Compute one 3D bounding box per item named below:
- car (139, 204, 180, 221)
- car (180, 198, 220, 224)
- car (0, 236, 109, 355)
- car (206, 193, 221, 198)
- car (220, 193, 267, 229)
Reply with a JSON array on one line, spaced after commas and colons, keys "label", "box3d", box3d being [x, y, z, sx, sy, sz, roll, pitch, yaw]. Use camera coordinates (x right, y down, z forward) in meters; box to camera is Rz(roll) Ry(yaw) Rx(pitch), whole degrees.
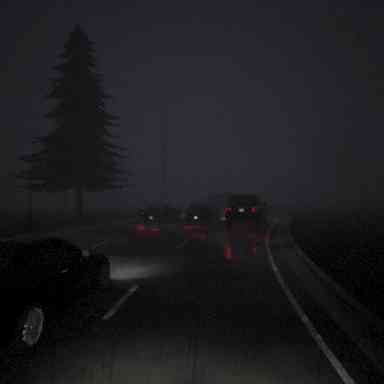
[{"label": "car", "box3d": [-2.349, 1.568, 26.260, 1.895, 1.301, 4.718, 0, 0, 16]}, {"label": "car", "box3d": [0.927, 1.475, 24.924, 1.837, 1.490, 4.892, 0, 0, 16]}, {"label": "car", "box3d": [-2.999, 1.517, 5.994, 1.812, 1.442, 4.674, 0, 0, 5]}, {"label": "car", "box3d": [3.172, 1.174, 41.199, 2.150, 2.045, 5.566, 1, 0, -29]}, {"label": "car", "box3d": [3.669, 1.192, 22.004, 2.150, 2.045, 5.566, 0, -1, 17]}]
